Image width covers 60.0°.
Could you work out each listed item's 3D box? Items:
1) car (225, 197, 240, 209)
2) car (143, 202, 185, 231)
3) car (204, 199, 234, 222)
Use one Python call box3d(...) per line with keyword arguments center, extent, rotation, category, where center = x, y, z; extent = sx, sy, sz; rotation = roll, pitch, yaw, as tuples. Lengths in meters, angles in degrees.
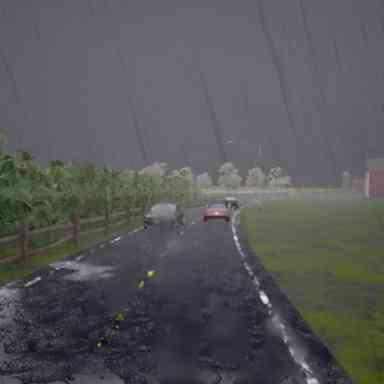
box3d(center=(5.171, 1.346, 43.440), extent=(1.882, 1.535, 5.008), rotation=(0, 0, 12), category="car")
box3d(center=(-1.621, 1.414, 20.623), extent=(1.882, 1.535, 5.008), rotation=(0, 0, 6), category="car")
box3d(center=(2.031, 1.495, 26.055), extent=(1.994, 1.385, 4.181), rotation=(0, 0, 8), category="car")
